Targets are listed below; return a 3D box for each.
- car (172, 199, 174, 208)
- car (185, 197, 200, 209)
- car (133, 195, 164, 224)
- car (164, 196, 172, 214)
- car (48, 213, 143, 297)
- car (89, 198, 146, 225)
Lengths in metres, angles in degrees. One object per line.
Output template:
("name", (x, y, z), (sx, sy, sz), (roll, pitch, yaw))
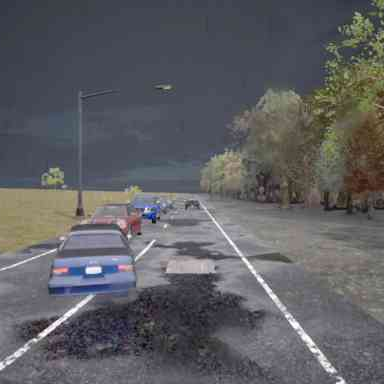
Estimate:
("car", (-3.610, 1.347, 45.312), (2.097, 1.767, 4.553), (0, 0, 0))
("car", (0.041, 1.500, 44.141), (1.837, 1.490, 4.892), (0, 0, 0))
("car", (-3.614, 1.222, 25.300), (2.150, 2.045, 5.566), (0, 0, -1))
("car", (-3.608, 1.351, 35.305), (2.097, 1.767, 4.553), (0, 0, 0))
("car", (-2.547, 1.548, 8.817), (2.033, 1.411, 5.357), (0, 0, -15))
("car", (-3.678, 1.353, 15.635), (2.097, 1.767, 4.553), (0, 0, 1))
